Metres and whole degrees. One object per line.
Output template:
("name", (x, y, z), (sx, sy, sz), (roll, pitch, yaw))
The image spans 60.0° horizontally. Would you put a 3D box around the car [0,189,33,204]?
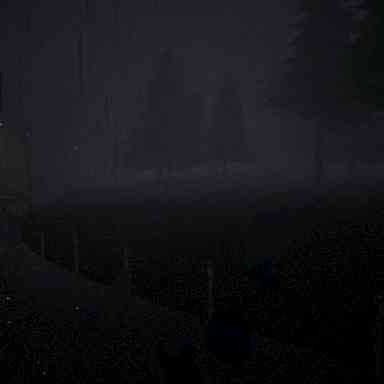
("car", (-19.574, 0.422, 36.777), (2.033, 1.411, 5.357), (3, 2, -2))
